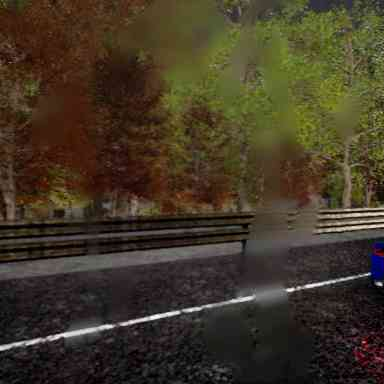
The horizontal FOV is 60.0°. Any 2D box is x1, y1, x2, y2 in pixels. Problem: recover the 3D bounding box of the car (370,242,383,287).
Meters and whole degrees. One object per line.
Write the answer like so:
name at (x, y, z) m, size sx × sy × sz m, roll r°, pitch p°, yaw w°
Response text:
car at (6.026, 1.388, 7.214) m, size 5.008 × 1.535 × 1.882 m, roll 0°, pitch 2°, yaw -30°
